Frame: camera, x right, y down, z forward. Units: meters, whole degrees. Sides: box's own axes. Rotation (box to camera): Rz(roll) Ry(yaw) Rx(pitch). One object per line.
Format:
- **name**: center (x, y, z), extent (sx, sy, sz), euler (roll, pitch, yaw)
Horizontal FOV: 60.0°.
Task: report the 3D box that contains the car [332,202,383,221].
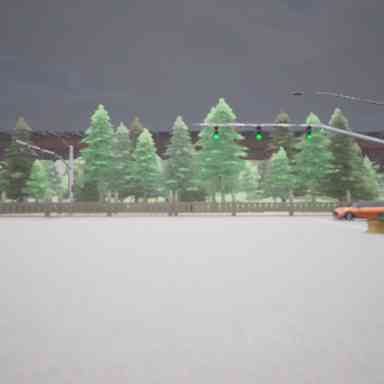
- **car**: center (15.243, 1.671, 30.370), extent (4.553, 1.767, 2.097), euler (0, -1, -1)
